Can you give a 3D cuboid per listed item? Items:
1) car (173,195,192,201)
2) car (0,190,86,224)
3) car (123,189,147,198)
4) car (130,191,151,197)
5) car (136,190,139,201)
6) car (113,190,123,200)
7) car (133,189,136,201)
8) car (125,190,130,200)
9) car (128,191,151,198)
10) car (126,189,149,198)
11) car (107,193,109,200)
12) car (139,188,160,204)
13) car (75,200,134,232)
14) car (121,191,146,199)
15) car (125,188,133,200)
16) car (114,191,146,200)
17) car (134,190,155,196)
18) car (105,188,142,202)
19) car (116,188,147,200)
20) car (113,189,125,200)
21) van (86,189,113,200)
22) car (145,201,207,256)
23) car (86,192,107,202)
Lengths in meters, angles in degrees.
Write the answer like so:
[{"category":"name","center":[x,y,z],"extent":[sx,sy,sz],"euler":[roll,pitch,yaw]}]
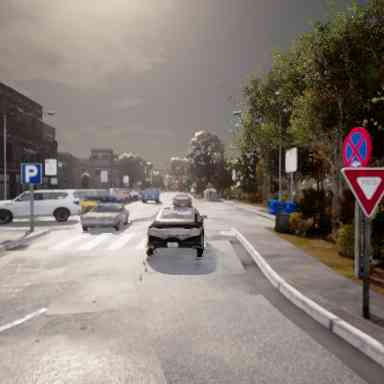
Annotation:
[{"category":"car","center":[-0.973,1.033,33.247],"extent":[1.812,1.442,4.674],"euler":[0,1,-2]},{"category":"car","center":[-10.067,0.901,21.473],"extent":[5.566,2.045,2.435],"euler":[-1,1,-22]},{"category":"car","center":[-11.818,0.392,69.503],"extent":[4.553,1.767,2.185],"euler":[-1,0,-22]},{"category":"car","center":[-12.114,0.459,78.512],"extent":[4.674,1.452,2.002],"euler":[-1,0,-22]},{"category":"car","center":[-11.131,0.765,51.528],"extent":[4.792,1.488,2.163],"euler":[-1,1,-22]},{"category":"car","center":[-10.613,0.940,36.502],"extent":[5.008,1.535,2.097],"euler":[-1,1,-22]},{"category":"car","center":[-11.020,0.649,48.514],"extent":[4.553,1.767,2.185],"euler":[-1,1,-22]},{"category":"car","center":[-10.839,0.897,42.509],"extent":[4.674,1.452,2.002],"euler":[-1,1,-22]},{"category":"car","center":[-11.974,0.479,75.524],"extent":[4.792,1.488,2.163],"euler":[-1,0,-22]},{"category":"car","center":[-11.925,0.358,72.502],"extent":[4.553,1.767,2.185],"euler":[-1,0,-22]},{"category":"car","center":[-10.401,1.065,30.505],"extent":[4.674,1.452,2.002],"euler":[-1,1,-22]},{"category":"car","center":[-5.626,0.549,46.072],"extent":[2.150,2.045,5.566],"euler":[0,0,-2]},{"category":"car","center":[-4.620,1.316,18.252],"extent":[1.895,1.301,4.718],"euler":[0,1,-3]},{"category":"car","center":[-11.676,0.591,66.511],"extent":[4.674,1.452,2.002],"euler":[-1,1,-22]},{"category":"car","center":[-10.914,0.690,45.515],"extent":[4.553,1.767,2.185],"euler":[-1,1,-22]},{"category":"car","center":[-11.298,0.616,60.586],"extent":[5.366,1.575,1.946],"euler":[-1,1,-22]},{"category":"car","center":[-12.461,0.327,87.505],"extent":[4.892,1.521,2.231],"euler":[-1,0,-22]},{"category":"car","center":[-11.238,0.445,54.522],"extent":[5.566,2.045,2.435],"euler":[-1,1,-22]},{"category":"car","center":[-11.565,0.335,63.532],"extent":[5.566,2.045,2.435],"euler":[-1,0,-22]},{"category":"car","center":[-10.764,0.773,39.500],"extent":[4.553,1.767,2.185],"euler":[-1,1,-22]},{"category":"van","center":[-10.618,0.759,33.452],"extent":[4.442,1.987,1.878],"euler":[-1,1,-22]},{"category":"car","center":[-0.487,1.295,12.170],"extent":[2.128,1.511,4.902],"euler":[0,1,2]},{"category":"car","center":[-10.108,1.061,27.572],"extent":[5.366,1.575,1.946],"euler":[-1,1,-22]}]
